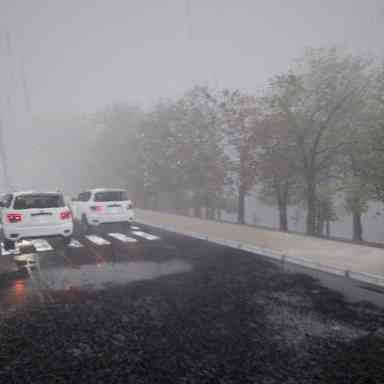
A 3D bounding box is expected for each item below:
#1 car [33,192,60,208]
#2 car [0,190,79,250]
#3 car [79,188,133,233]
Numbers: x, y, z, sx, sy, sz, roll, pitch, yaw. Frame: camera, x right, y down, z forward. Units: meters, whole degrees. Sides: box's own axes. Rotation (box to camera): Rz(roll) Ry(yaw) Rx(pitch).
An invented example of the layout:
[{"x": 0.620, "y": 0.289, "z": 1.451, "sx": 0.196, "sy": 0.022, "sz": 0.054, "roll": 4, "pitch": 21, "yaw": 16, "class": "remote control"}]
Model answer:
[{"x": -16.087, "y": 0.825, "z": 36.581, "sx": 2.033, "sy": 1.411, "sz": 5.357, "roll": -2, "pitch": 2, "yaw": -30, "class": "car"}, {"x": -6.332, "y": 0.947, "z": 13.352, "sx": 2.150, "sy": 2.045, "sz": 5.566, "roll": -2, "pitch": 2, "yaw": -30, "class": "car"}, {"x": -4.830, "y": 0.831, "z": 17.240, "sx": 2.150, "sy": 2.045, "sz": 5.566, "roll": -2, "pitch": 2, "yaw": -30, "class": "car"}]
